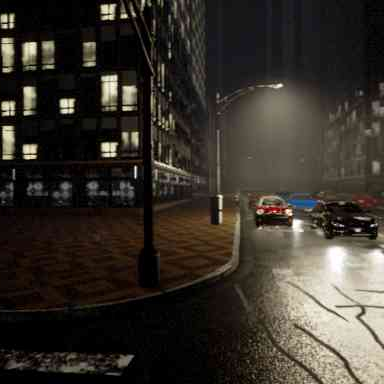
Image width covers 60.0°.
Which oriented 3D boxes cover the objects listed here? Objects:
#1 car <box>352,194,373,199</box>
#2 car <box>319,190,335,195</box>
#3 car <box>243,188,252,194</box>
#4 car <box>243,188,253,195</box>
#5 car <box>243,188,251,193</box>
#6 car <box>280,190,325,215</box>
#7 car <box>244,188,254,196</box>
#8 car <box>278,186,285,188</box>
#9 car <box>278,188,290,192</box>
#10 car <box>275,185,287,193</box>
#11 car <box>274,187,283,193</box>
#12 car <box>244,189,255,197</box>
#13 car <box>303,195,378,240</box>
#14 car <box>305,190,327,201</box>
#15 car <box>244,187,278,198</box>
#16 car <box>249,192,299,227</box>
[{"bbox_3d":[14.286,0.814,28.300,1.802,1.307,4.206,1,1,8],"label":"car"},{"bbox_3d":[15.903,0.501,39.505,1.752,1.417,4.829,1,1,8],"label":"car"},{"bbox_3d":[13.142,-0.274,79.086,1.947,1.339,4.313,1,1,8],"label":"car"},{"bbox_3d":[12.347,-0.163,73.569,2.008,1.369,4.403,1,1,8],"label":"car"},{"bbox_3d":[13.938,-0.421,84.602,1.887,1.381,4.507,1,1,8],"label":"car"},{"bbox_3d":[7.813,0.869,24.055,1.882,1.535,5.008,0,1,8],"label":"car"},{"bbox_3d":[11.552,-0.043,68.052,1.887,1.381,4.507,1,1,8],"label":"car"},{"bbox_3d":[15.405,0.225,54.461,1.994,1.385,4.181,0,1,8],"label":"car"},{"bbox_3d":[9.245,0.643,33.943,1.882,1.535,5.008,0,1,8],"label":"car"},{"bbox_3d":[22.246,-0.715,83.482,2.192,1.841,5.009,1,1,8],"label":"car"},{"bbox_3d":[23.040,-0.591,89.007,1.947,1.339,4.313,1,1,8],"label":"car"},{"bbox_3d":[10.757,0.089,62.535,2.008,1.369,4.403,1,1,8],"label":"car"},{"bbox_3d":[6.456,1.112,14.650,1.837,1.490,4.892,0,1,8],"label":"car"},{"bbox_3d":[16.674,0.419,44.857,1.947,1.339,4.313,1,1,8],"label":"car"},{"bbox_3d":[5.986,0.611,29.430,2.192,1.841,5.009,1,1,8],"label":"car"},{"bbox_3d":[4.394,0.989,18.399,1.967,1.590,4.097,1,1,8],"label":"car"}]
